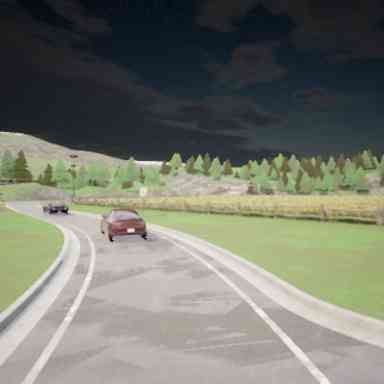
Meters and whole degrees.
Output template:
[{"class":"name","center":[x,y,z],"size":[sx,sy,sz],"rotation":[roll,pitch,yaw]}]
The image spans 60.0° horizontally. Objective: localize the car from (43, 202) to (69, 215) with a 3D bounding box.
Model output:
[{"class":"car","center":[-14.933,1.788,36.258],"size":[1.895,1.301,4.718],"rotation":[0,0,-34]}]

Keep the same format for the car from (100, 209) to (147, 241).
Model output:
[{"class":"car","center":[-3.606,1.592,17.217],"size":[1.812,1.442,4.674],"rotation":[0,0,-21]}]
